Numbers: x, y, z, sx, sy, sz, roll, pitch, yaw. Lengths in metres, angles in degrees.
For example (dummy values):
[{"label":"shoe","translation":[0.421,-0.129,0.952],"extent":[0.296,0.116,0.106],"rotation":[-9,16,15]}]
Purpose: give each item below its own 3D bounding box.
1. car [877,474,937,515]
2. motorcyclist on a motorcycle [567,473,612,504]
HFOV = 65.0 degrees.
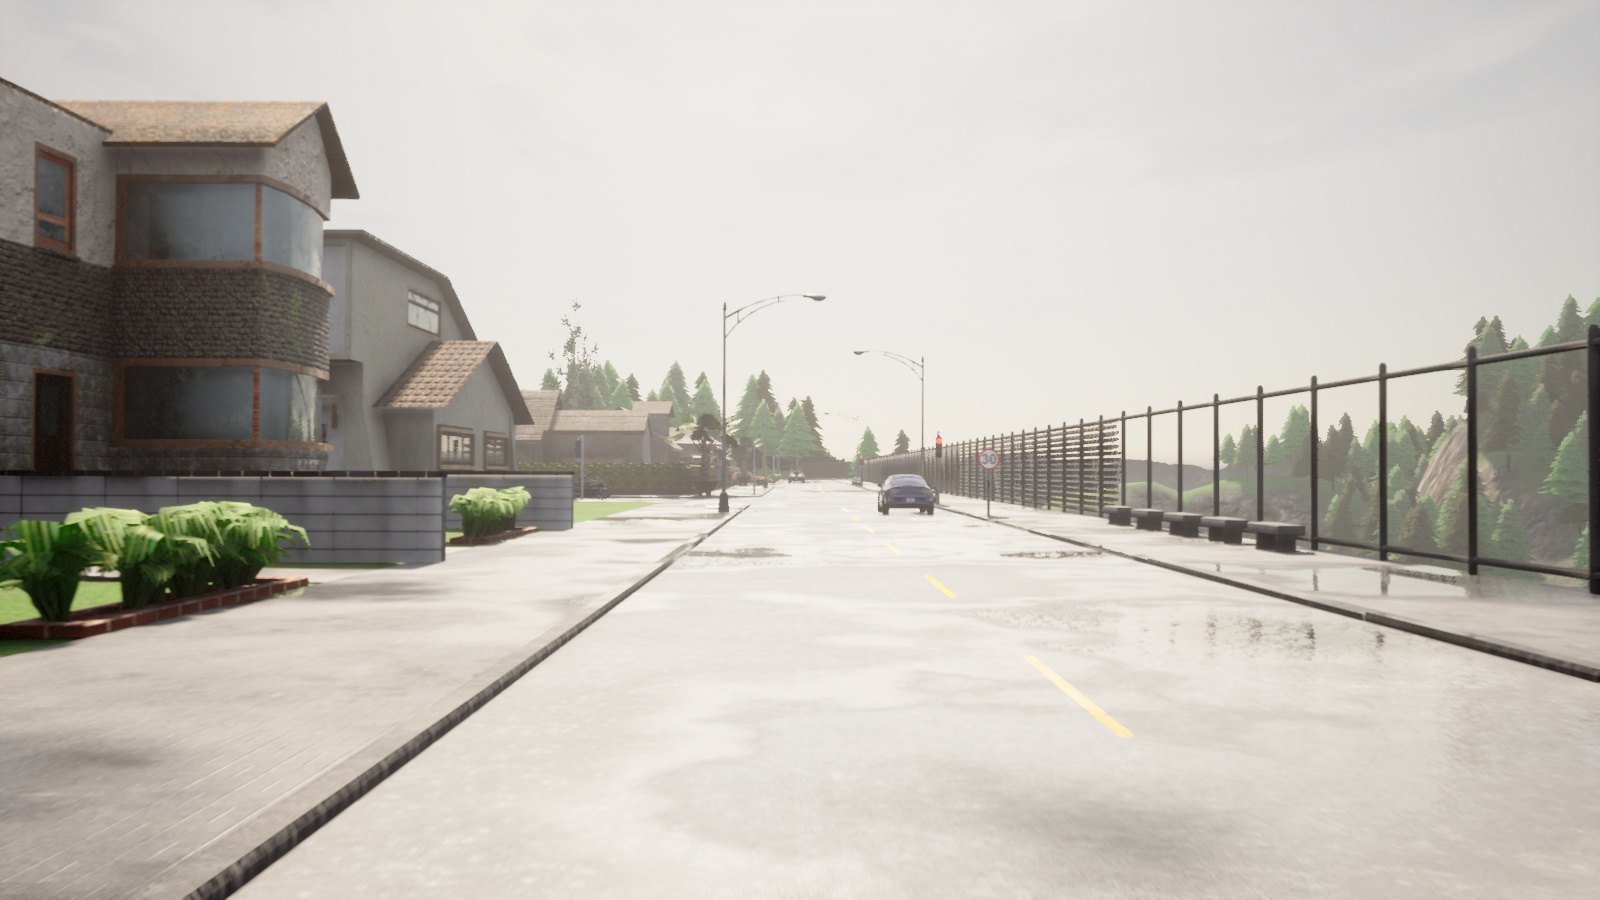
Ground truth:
[{"label":"car","translation":[3.885,1.602,46.413],"extent":[1.812,1.442,4.674],"rotation":[0,-1,0]},{"label":"motorcyclist on a motorcycle","translation":[-10.826,1.975,64.650],"extent":[2.191,1.530,0.866],"rotation":[0,-1,0]}]
